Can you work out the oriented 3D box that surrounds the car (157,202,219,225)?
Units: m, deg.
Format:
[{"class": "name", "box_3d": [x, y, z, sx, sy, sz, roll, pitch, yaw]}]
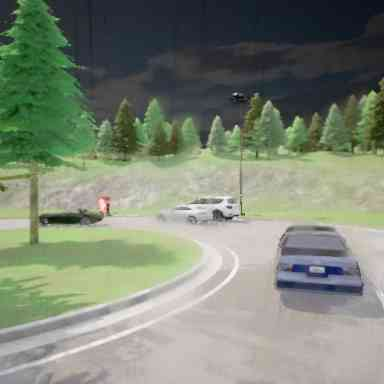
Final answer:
[{"class": "car", "box_3d": [-0.597, 1.710, 25.736, 4.674, 1.442, 1.812, -1, -1, 33]}]

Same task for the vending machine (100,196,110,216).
[{"class": "vending machine", "box_3d": [-9.180, 1.484, 35.059, 0.880, 2.100, 1.100, 0, 0, -4]}]

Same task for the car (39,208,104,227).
[{"class": "car", "box_3d": [-8.913, 1.813, 24.147, 4.718, 1.301, 1.895, 0, -1, -5]}]

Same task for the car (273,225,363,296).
[{"class": "car", "box_3d": [3.199, 1.598, 8.974, 2.033, 1.411, 5.357, 0, 0, 17]}]

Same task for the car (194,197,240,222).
[{"class": "car", "box_3d": [1.343, 1.417, 28.694, 5.566, 2.045, 2.150, -1, -1, 32]}]
